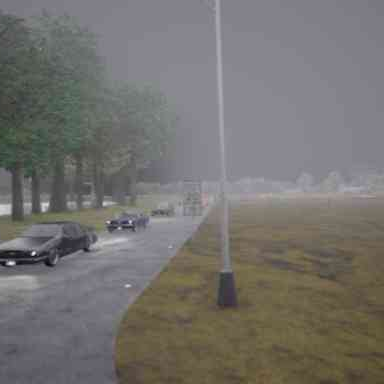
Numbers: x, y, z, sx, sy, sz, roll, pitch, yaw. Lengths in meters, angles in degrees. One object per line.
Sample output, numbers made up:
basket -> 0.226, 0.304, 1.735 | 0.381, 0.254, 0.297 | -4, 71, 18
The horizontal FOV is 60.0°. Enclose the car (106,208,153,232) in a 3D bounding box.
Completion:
car -> -4.423, 2.000, 23.359 | 1.895, 1.301, 4.718 | -2, 0, 6

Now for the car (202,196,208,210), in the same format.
car -> 0.851, 1.662, 46.784 | 1.882, 1.535, 5.008 | -2, 0, 5

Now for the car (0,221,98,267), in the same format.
car -> -5.438, 1.888, 13.090 | 2.033, 1.411, 5.357 | -2, -1, 6

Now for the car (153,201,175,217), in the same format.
car -> -3.135, 1.826, 36.293 | 1.882, 1.535, 5.008 | -2, 0, 6
